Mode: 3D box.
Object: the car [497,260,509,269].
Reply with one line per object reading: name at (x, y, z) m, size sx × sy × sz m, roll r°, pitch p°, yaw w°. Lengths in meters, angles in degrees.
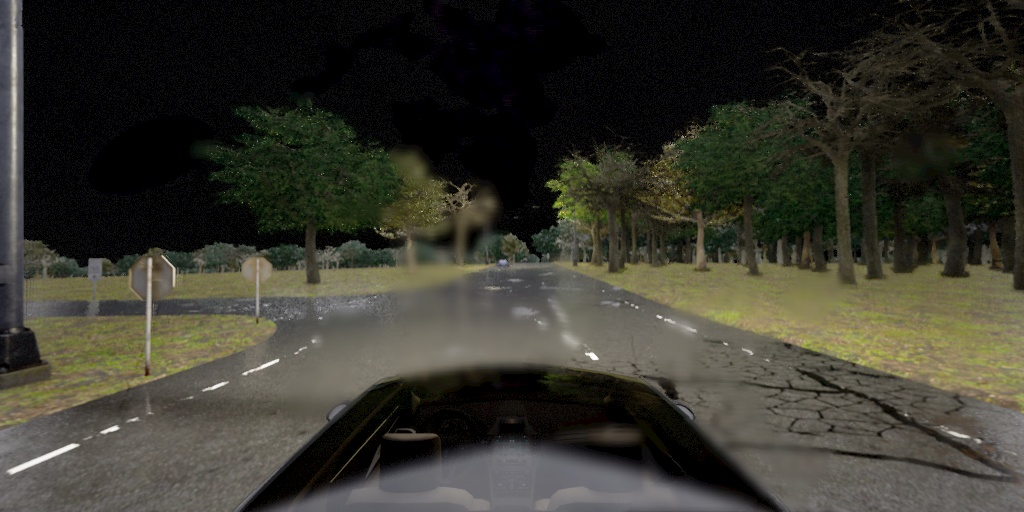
car at (-1.508, 1.349, 60.387) m, size 1.812 × 1.442 × 4.674 m, roll -1°, pitch 0°, yaw 2°
